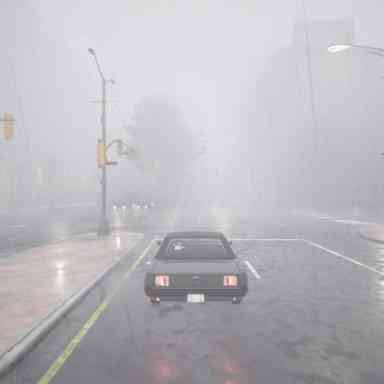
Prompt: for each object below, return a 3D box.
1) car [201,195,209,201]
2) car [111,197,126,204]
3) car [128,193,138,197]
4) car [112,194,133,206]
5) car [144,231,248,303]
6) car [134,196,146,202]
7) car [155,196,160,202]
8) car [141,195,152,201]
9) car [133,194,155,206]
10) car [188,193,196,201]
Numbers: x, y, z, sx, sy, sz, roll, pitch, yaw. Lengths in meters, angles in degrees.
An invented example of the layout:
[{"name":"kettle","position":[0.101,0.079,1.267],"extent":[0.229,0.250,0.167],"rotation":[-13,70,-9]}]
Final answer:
[{"name":"car","position":[3.495,1.595,86.948],"extent":[1.895,1.301,4.718],"rotation":[0,0,0]},{"name":"car","position":[-14.753,1.595,66.783],"extent":[1.895,1.301,4.718],"rotation":[0,0,0]},{"name":"car","position":[-11.541,1.221,64.489],"extent":[2.150,2.045,5.566],"rotation":[0,0,1]},{"name":"car","position":[-11.591,1.526,55.076],"extent":[1.812,1.442,4.674],"rotation":[0,0,0]},{"name":"car","position":[0.074,1.601,8.130],"extent":[1.895,1.301,4.718],"rotation":[0,0,0]},{"name":"car","position":[-11.504,1.553,74.373],"extent":[1.994,1.385,4.181],"rotation":[0,0,0]},{"name":"car","position":[-8.033,1.564,65.712],"extent":[1.994,1.385,4.181],"rotation":[0,0,1]},{"name":"car","position":[-11.504,1.525,84.606],"extent":[2.128,1.511,4.902],"rotation":[0,0,0]},{"name":"car","position":[-8.091,1.547,56.476],"extent":[2.033,1.411,5.357],"rotation":[0,0,0]},{"name":"car","position":[-0.005,1.540,85.770],"extent":[2.033,1.411,5.357],"rotation":[0,0,0]}]
